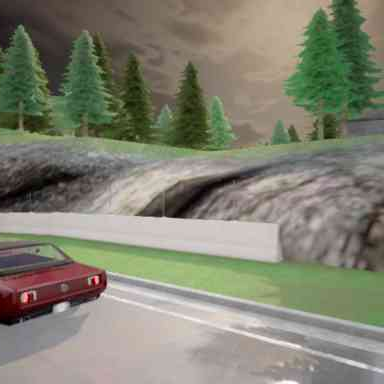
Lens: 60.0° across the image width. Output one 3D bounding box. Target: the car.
[{"bbox_3d":[-3.993,1.689,6.975,4.718,1.301,1.895,-1,-1,37],"label":"car"}]
